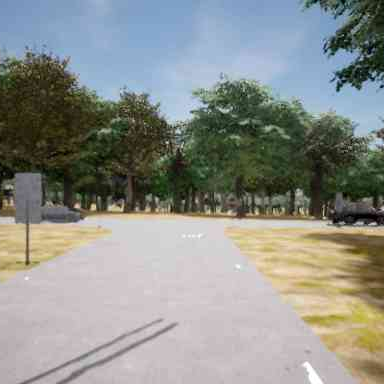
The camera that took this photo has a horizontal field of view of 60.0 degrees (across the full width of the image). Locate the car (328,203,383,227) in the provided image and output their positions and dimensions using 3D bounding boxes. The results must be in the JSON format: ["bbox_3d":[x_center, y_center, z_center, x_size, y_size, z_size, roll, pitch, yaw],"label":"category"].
[{"bbox_3d":[15.750,2.114,31.639,5.566,2.045,2.150,2,-1,-11],"label":"car"}]

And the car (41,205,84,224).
[{"bbox_3d":[-11.084,1.787,27.399,4.181,1.385,1.994,1,0,-7],"label":"car"}]
